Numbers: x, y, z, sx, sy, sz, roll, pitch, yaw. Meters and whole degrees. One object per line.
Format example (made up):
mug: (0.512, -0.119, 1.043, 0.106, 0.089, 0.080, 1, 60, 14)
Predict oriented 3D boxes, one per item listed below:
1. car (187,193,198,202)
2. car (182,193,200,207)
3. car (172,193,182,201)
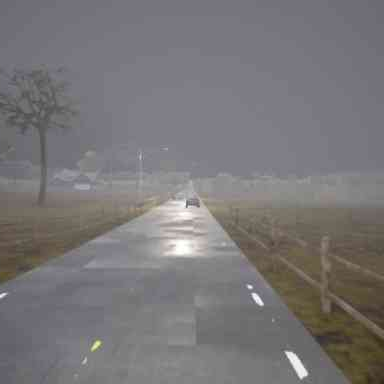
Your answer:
car: (0.081, 1.004, 63.281, 2.128, 1.511, 4.902, 0, 1, 0)
car: (0.085, 1.274, 45.271, 2.128, 1.511, 4.902, 0, 1, 0)
car: (-2.782, 0.982, 64.698, 2.128, 1.511, 4.902, 0, 1, 0)
